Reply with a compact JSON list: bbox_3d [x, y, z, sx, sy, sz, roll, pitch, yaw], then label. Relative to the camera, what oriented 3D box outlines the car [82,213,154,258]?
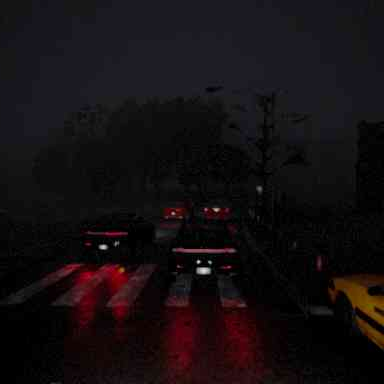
[{"bbox_3d":[-2.679,1.562,13.103,2.128,1.511,4.902,0,0,4],"label":"car"}]

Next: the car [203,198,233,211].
[{"bbox_3d":[2.134,1.319,26.438,2.097,1.767,4.553,1,1,9],"label":"car"}]

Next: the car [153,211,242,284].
[{"bbox_3d":[0.371,1.554,9.820,2.128,1.511,4.902,0,0,3],"label":"car"}]

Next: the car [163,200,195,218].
[{"bbox_3d":[-0.994,1.404,27.435,1.882,1.535,5.008,0,2,10],"label":"car"}]
